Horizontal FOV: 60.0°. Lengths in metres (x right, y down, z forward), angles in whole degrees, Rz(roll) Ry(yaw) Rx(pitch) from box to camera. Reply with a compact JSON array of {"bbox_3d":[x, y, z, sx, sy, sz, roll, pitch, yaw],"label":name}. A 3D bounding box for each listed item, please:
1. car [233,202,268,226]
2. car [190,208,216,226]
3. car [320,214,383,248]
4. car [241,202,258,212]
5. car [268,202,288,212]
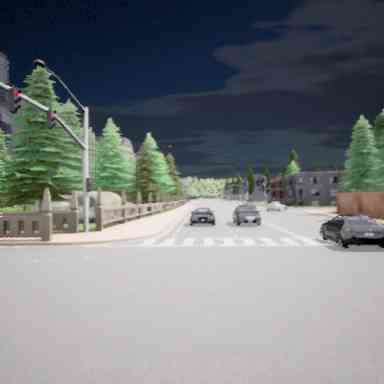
[{"bbox_3d":[4.399,1.869,26.954,2.128,1.511,4.902,-1,-1,2],"label":"car"},{"bbox_3d":[0.905,1.985,27.193,1.994,1.385,4.181,-1,-1,2],"label":"car"},{"bbox_3d":[7.451,1.728,15.551,1.994,1.385,4.181,-1,-1,6],"label":"car"},{"bbox_3d":[8.829,2.269,51.220,1.994,1.385,4.181,-1,-1,2],"label":"car"},{"bbox_3d":[12.756,2.167,50.050,1.812,1.442,4.674,-1,-1,34],"label":"car"}]
